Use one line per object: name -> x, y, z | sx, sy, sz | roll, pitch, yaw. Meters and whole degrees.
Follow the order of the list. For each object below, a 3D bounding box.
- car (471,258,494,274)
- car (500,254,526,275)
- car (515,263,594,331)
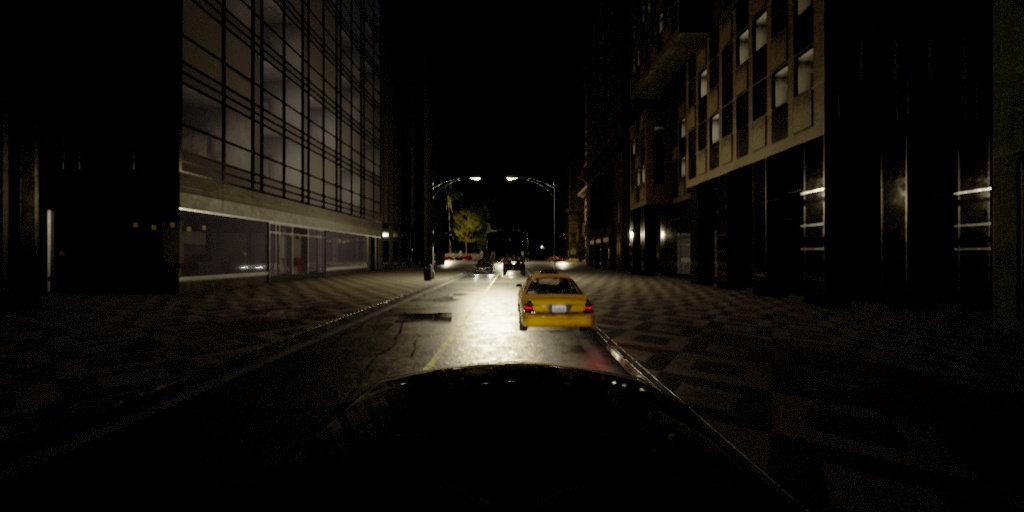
car -> -2.934, 1.097, 38.298 | 1.837, 1.490, 4.892 | 0, 0, 0
car -> 0.215, 0.821, 36.158 | 2.150, 2.045, 5.566 | 0, 0, 1
car -> 1.089, 1.166, 10.739 | 1.801, 1.575, 5.366 | 0, 0, 0
